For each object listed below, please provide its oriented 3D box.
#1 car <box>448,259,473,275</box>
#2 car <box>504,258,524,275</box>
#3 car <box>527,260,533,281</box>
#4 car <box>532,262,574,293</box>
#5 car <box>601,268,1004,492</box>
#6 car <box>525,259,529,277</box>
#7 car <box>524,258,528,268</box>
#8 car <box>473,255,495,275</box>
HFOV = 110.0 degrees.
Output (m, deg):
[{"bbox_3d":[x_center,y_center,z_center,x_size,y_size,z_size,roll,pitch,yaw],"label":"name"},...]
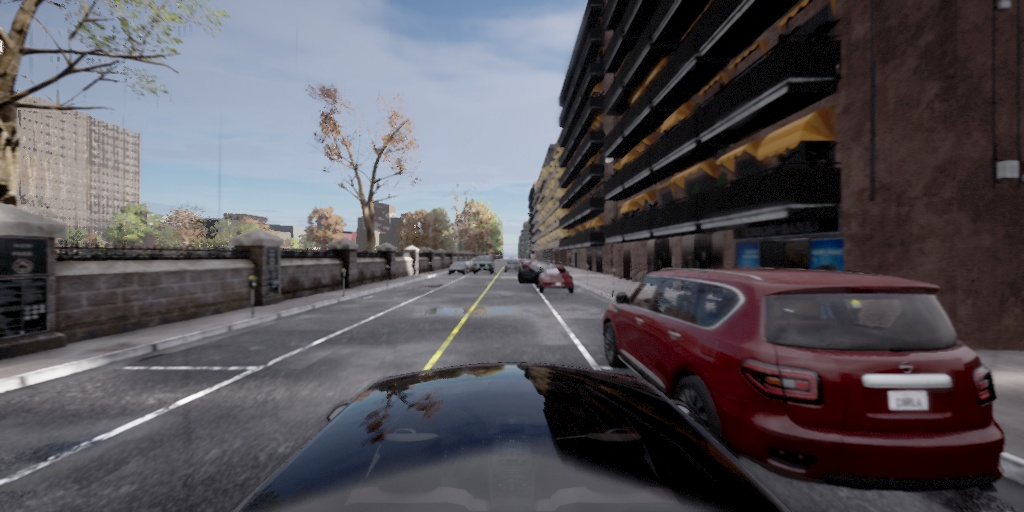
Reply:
[{"bbox_3d":[-5.680,1.289,38.611,1.948,1.339,4.313,0,0,0],"label":"car"},{"bbox_3d":[0.053,1.211,44.337,2.128,1.511,4.902,0,0,1],"label":"car"},{"bbox_3d":[2.698,1.277,32.978,2.007,1.370,4.403,0,0,0],"label":"car"},{"bbox_3d":[2.357,1.261,20.535,1.812,1.442,4.674,0,0,0],"label":"car"},{"bbox_3d":[2.692,1.062,4.826,2.192,1.841,5.009,0,0,0],"label":"car"},{"bbox_3d":[2.700,1.268,38.609,1.888,1.381,4.507,0,0,0],"label":"car"},{"bbox_3d":[2.705,1.307,61.126,1.802,1.307,4.207,0,0,0],"label":"car"},{"bbox_3d":[-3.083,0.944,39.789,2.150,2.045,5.566,0,0,0],"label":"car"}]
